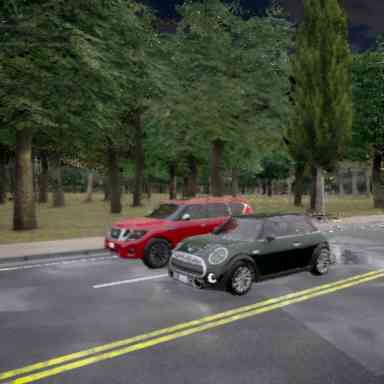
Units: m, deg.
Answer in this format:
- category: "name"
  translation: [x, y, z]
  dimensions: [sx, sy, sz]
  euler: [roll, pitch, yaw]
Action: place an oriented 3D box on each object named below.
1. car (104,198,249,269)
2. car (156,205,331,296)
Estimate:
- category: "car"
  translation: [-0.149, 1.243, 11.569]
  dimensions: [5.566, 2.045, 2.150]
  euler: [0, 0, -36]
- category: "car"
  translation: [1.629, 1.373, 8.845]
  dimensions: [4.553, 1.767, 2.097]
  euler: [0, 0, -36]
